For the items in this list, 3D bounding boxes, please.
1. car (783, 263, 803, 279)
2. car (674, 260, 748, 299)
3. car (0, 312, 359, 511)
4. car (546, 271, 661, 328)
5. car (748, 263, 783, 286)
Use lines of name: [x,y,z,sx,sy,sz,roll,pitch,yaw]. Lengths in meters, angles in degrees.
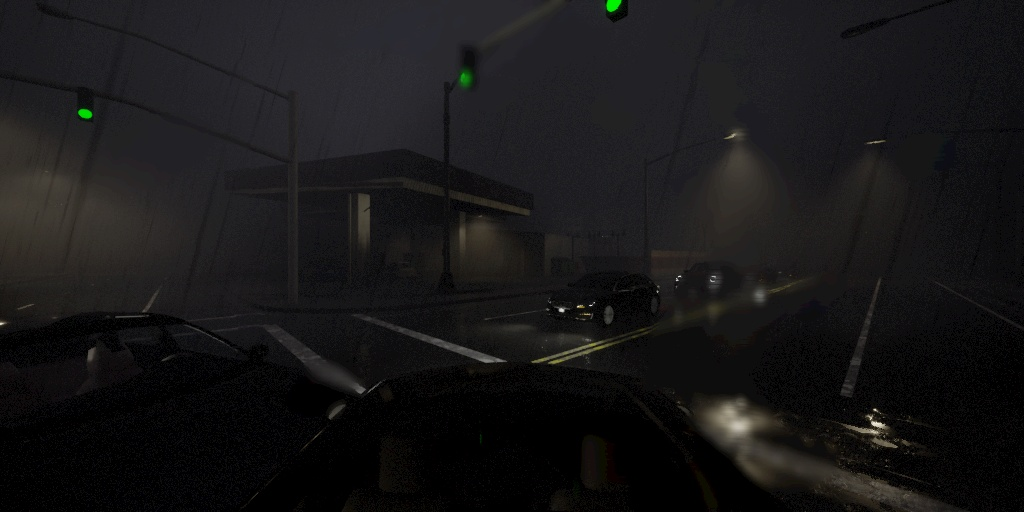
car: [24.432,1.314,32.009,4.181,1.385,1.994,0,0,-43]
car: [10.092,1.102,18.333,4.553,1.767,2.097,0,0,-44]
car: [-3.368,1.242,2.739,4.902,1.511,2.128,0,0,16]
car: [3.115,1.255,11.627,4.892,1.490,1.837,0,0,-44]
car: [17.157,1.314,25.102,4.181,1.385,1.994,0,0,-45]
